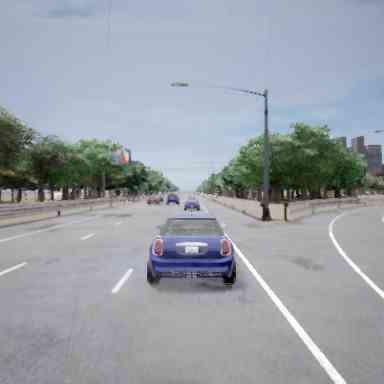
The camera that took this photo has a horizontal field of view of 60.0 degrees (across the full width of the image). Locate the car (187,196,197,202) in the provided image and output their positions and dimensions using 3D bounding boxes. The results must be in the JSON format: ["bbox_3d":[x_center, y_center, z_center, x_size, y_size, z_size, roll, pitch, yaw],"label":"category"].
[{"bbox_3d":[-0.024,1.506,71.907,1.994,1.385,4.181,0,0,0],"label":"car"}]

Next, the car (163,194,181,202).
[{"bbox_3d":[-3.520,1.291,60.875,2.150,2.045,5.566,0,0,0],"label":"car"}]

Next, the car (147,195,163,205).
[{"bbox_3d":[-7.020,1.423,61.229,2.097,1.767,4.553,0,0,0],"label":"car"}]

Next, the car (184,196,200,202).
[{"bbox_3d":[-0.015,1.548,41.372,1.812,1.442,4.674,0,0,0],"label":"car"}]

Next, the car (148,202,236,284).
[{"bbox_3d":[-0.007,1.352,9.773,2.097,1.767,4.553,0,0,0],"label":"car"}]

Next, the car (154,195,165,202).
[{"bbox_3d":[-7.024,1.414,71.519,1.882,1.535,5.008,0,0,0],"label":"car"}]

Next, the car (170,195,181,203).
[{"bbox_3d":[-3.524,1.465,71.600,2.128,1.511,4.902,0,0,0],"label":"car"}]
